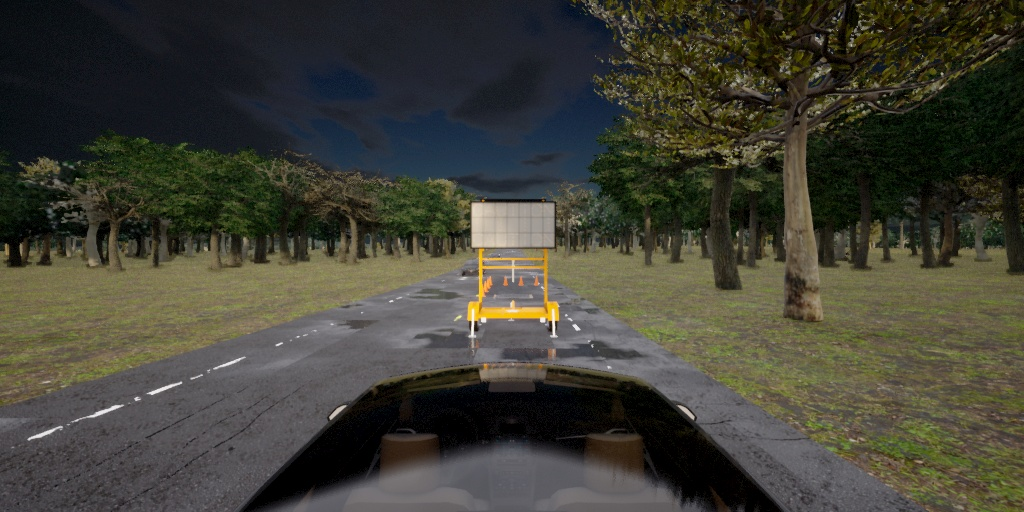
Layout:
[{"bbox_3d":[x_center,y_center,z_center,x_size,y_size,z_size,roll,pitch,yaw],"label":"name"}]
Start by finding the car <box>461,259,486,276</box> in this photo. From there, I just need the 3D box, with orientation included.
[{"bbox_3d":[-3.489,1.032,32.972,1.837,1.490,4.892,0,1,0],"label":"car"}]

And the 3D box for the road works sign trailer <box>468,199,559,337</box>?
[{"bbox_3d":[0.034,0.198,10.187,2.380,3.560,2.880,0,0,0],"label":"road works sign trailer"}]
